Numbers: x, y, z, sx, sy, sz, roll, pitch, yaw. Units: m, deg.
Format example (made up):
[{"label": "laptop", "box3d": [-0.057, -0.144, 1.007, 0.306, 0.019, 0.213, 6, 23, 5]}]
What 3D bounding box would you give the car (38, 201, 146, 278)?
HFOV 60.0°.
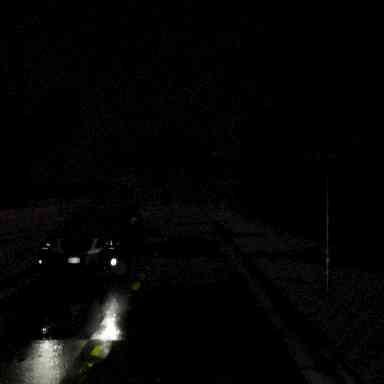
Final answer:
[{"label": "car", "box3d": [-2.849, 1.326, 10.818, 2.150, 2.045, 5.566, 0, -1, 0]}]
